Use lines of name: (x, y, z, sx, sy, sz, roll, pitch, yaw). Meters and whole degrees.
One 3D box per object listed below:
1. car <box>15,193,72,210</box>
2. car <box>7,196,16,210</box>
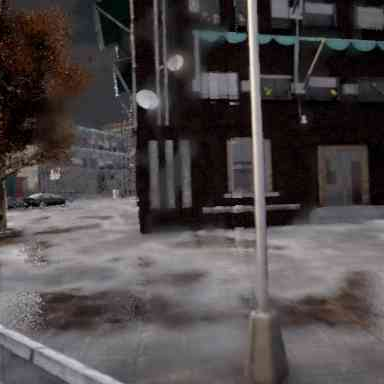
car: (-14.177, 0.805, 32.742, 1.882, 1.535, 5.008, -3, 1, 26)
car: (-18.648, 1.131, 31.855, 2.033, 1.411, 5.357, -2, 1, 23)
